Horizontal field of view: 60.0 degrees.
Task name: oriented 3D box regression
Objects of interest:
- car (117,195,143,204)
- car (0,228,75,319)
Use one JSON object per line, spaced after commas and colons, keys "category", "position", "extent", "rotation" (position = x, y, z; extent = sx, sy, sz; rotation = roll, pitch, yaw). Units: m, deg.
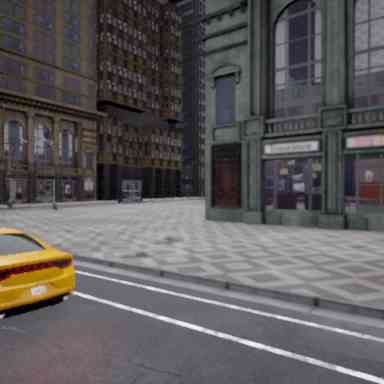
{"category": "car", "position": [-9.650, 1.085, 51.596], "extent": [1.994, 1.385, 4.181], "rotation": [0, 1, 36]}
{"category": "car", "position": [-4.527, 1.487, 6.913], "extent": [5.008, 1.535, 1.882], "rotation": [-1, 0, 36]}
